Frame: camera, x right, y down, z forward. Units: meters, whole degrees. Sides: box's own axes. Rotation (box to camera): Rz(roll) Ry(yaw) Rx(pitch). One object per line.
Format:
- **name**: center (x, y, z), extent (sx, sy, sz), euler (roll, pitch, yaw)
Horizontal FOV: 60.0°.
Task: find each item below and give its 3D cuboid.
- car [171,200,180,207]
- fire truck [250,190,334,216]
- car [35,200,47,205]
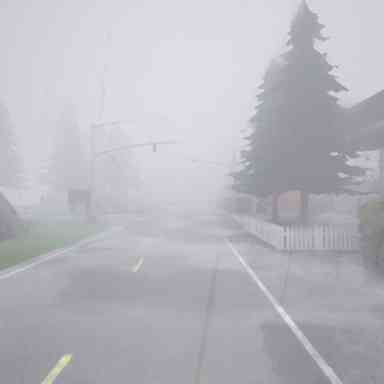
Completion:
- **car**: center (-3.507, 2.472, 72.340), extent (2.128, 1.511, 4.902), euler (0, -1, 0)
- **fire truck**: center (10.745, 0.618, 36.187), extent (8.468, 3.827, 2.891), euler (0, -1, 0)
- **car**: center (-33.771, 2.471, 75.666), extent (1.882, 1.535, 5.008), euler (0, -1, 0)
